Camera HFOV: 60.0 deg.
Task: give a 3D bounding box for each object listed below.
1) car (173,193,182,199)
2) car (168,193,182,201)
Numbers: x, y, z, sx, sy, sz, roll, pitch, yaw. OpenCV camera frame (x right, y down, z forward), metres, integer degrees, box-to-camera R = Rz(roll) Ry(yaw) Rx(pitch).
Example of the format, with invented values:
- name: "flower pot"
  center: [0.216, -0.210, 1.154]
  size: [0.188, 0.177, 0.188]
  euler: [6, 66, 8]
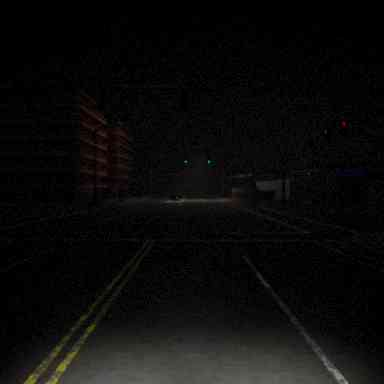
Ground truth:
- name: "car"
  center: [-3.572, 0.924, 81.323]
  size: [1.994, 1.385, 4.181]
  euler: [0, 0, 0]
- name: "car"
  center: [-3.570, 0.994, 65.631]
  size: [1.837, 1.490, 4.892]
  euler: [0, 1, 0]
